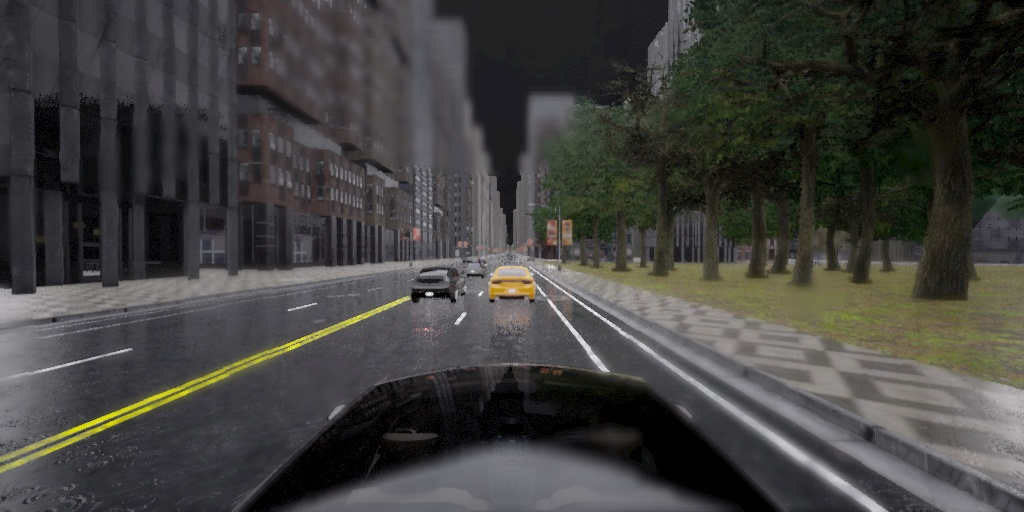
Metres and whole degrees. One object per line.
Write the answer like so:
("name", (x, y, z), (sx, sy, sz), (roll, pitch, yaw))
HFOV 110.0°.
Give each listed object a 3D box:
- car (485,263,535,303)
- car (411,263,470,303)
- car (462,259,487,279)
("car", (0.000, 1.205, 16.499), (1.882, 1.535, 5.008), (0, 0, 0))
("car", (-3.250, 1.236, 16.498), (1.837, 1.490, 4.892), (0, 0, 0))
("car", (-3.250, 1.227, 31.498), (1.994, 1.385, 4.181), (0, 0, 0))
